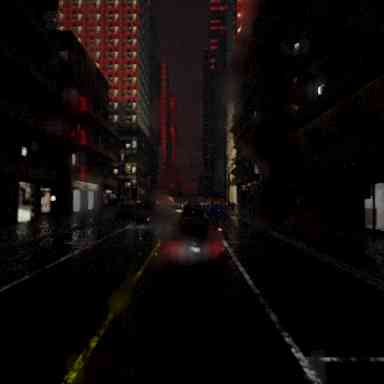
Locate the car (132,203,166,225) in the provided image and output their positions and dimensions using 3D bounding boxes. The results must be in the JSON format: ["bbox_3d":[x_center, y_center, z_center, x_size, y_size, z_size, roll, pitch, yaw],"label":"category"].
[{"bbox_3d":[-3.103,1.772,25.812,1.994,1.385,4.181,0,0,0],"label":"car"}]

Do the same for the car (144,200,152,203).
[{"bbox_3d":[-5.650,1.865,35.226,1.802,1.307,4.206,1,0,0],"label":"car"}]

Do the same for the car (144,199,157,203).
[{"bbox_3d":[-5.651,1.893,40.765,1.947,1.339,4.313,1,0,0],"label":"car"}]

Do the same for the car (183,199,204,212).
[{"bbox_3d":[0.092,1.742,32.926,1.882,1.535,5.008,0,0,0],"label":"car"}]

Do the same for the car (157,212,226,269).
[{"bbox_3d":[0.092,1.641,11.517,2.033,1.411,5.357,0,0,0],"label":"car"}]

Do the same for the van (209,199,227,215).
[{"bbox_3d":[2.702,1.625,35.281,1.690,1.788,3.998,1,0,0],"label":"van"}]

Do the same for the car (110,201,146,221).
[{"bbox_3d":[-5.648,1.790,29.685,2.008,1.369,4.403,1,0,0],"label":"car"}]

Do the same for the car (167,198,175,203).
[{"bbox_3d":[-5.692,2.300,89.946,1.802,1.307,4.206,1,0,0],"label":"car"}]

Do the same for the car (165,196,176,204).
[{"bbox_3d":[-5.688,2.114,84.372,1.967,1.590,4.097,1,0,0],"label":"car"}]

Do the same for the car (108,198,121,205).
[{"bbox_3d":[-16.503,2.049,68.950,4.097,1.590,1.967,0,-2,0],"label":"car"}]
